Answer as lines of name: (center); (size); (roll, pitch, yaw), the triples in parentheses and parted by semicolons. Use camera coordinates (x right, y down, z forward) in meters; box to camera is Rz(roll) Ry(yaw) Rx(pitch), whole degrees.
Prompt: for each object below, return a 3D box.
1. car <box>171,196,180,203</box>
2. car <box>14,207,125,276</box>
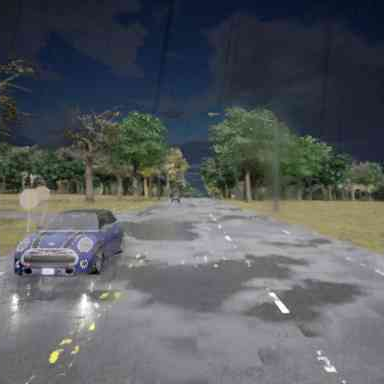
car: (-3.553, 1.581, 72.488); (2.033, 1.411, 5.357); (0, 0, 0)
car: (-3.499, 1.341, 10.335); (2.097, 1.767, 4.553); (0, 0, 0)
